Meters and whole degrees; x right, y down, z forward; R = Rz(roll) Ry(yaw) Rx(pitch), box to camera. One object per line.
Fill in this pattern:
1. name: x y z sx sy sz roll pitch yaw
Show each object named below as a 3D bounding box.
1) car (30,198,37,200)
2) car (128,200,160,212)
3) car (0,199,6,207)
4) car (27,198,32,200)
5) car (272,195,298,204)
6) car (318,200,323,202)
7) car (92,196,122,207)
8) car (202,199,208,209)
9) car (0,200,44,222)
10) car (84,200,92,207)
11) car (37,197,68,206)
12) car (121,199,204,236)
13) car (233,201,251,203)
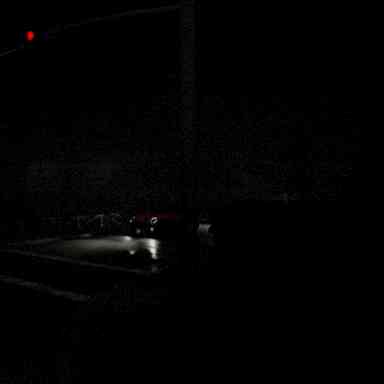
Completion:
1. car: -32.957 2.062 70.077 1.970 1.475 3.806 -1 -1 35
2. car: -6.073 1.750 42.754 1.970 1.475 3.806 -1 -1 35
3. car: -40.013 2.171 66.429 2.007 1.523 4.514 -1 -1 35
4. car: -22.209 1.831 40.689 1.845 1.501 3.633 -1 -1 35
5. car: 9.857 1.381 35.998 2.150 2.045 5.566 -1 -1 35
6. car: 14.974 1.607 36.961 2.128 1.511 4.902 -1 -1 35
7. car: -14.465 1.656 57.928 1.932 1.855 4.605 -1 -1 35
8. car: 0.641 1.704 47.099 1.845 1.501 3.633 -1 -1 35
9. car: -14.363 1.666 25.823 2.007 1.523 4.514 -1 -1 35
10. car: -17.077 1.671 59.266 1.905 1.878 3.866 -1 -1 35
11. car: -27.529 1.904 66.642 2.152 1.636 5.027 -1 -1 35
12. car: -1.592 1.507 19.496 2.097 1.767 4.553 -1 -1 35
13. car: 4.019 1.509 27.607 2.097 1.767 4.553 -1 -1 35
